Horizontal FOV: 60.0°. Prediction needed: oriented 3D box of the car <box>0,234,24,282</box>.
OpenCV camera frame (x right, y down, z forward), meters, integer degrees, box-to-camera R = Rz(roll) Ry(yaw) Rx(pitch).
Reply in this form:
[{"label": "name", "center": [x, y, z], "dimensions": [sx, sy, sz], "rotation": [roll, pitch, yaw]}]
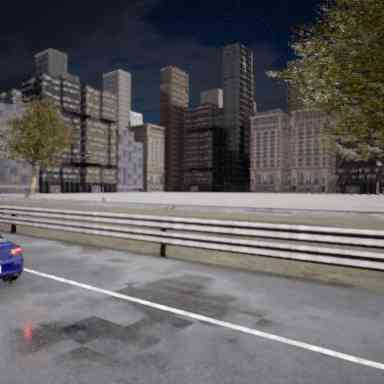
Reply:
[{"label": "car", "center": [-5.990, 1.466, 8.266], "dimensions": [4.674, 1.442, 1.812], "rotation": [0, 0, 36]}]
